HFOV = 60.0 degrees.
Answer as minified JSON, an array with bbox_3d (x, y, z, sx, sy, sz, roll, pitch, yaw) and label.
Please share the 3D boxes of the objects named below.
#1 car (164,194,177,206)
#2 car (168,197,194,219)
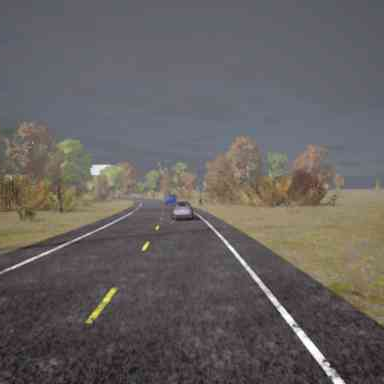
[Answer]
[{"bbox_3d":[-3.701,1.428,58.555,2.150,2.045,5.566,0,-2,-7],"label":"car"},{"bbox_3d":[-0.874,1.578,29.452,2.033,1.649,4.856,0,0,-3],"label":"car"}]
